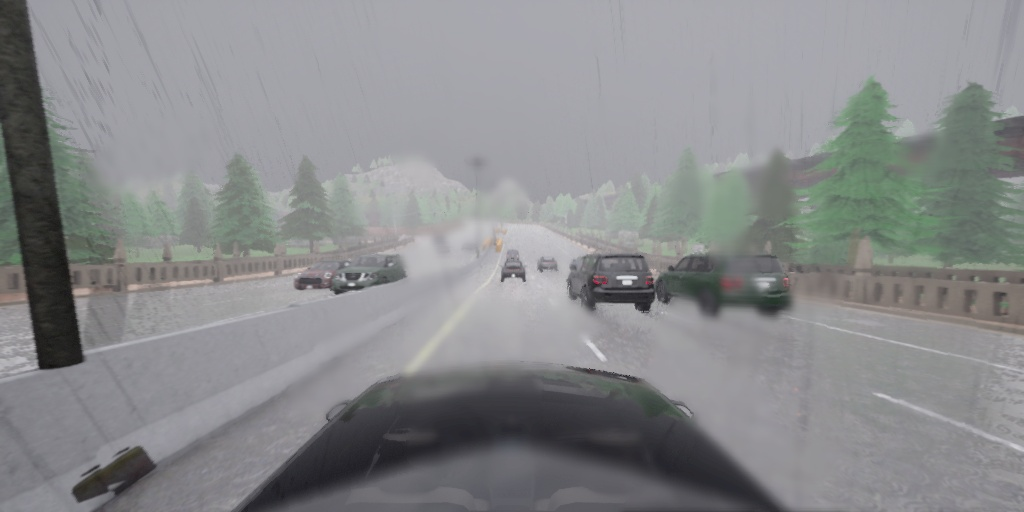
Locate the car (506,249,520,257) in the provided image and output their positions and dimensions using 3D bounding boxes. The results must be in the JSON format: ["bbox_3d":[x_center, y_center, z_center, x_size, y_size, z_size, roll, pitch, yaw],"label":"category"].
[{"bbox_3d":[0.112,-0.196,49.018,2.033,1.411,5.357,0,6,0],"label":"car"}]

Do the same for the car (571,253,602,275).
[{"bbox_3d":[7.105,0.705,34.721,2.097,1.767,4.553,0,3,0],"label":"car"}]

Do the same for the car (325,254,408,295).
[{"bbox_3d":[-7.095,0.901,18.627,2.150,2.045,5.566,0,0,0],"label":"car"}]

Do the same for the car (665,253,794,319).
[{"bbox_3d":[7.102,0.925,12.749,2.150,2.045,5.566,0,0,0],"label":"car"}]

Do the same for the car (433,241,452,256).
[{"bbox_3d":[-10.533,-0.977,55.603,1.812,1.442,4.674,0,7,1],"label":"car"}]

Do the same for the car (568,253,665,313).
[{"bbox_3d":[3.602,0.919,13.895,2.150,2.045,5.566,0,0,0],"label":"car"}]

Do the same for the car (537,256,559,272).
[{"bbox_3d":[3.606,0.745,36.599,2.128,1.511,4.902,0,3,0],"label":"car"}]

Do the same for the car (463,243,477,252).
[{"bbox_3d":[-6.996,-1.415,59.875,1.895,1.301,4.718,0,7,1],"label":"car"}]

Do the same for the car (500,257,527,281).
[{"bbox_3d":[0.104,1.097,28.042,1.837,1.490,4.892,0,1,0],"label":"car"}]

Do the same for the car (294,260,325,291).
[{"bbox_3d":[-10.593,1.021,20.996,2.097,1.767,4.553,0,0,0],"label":"car"}]
